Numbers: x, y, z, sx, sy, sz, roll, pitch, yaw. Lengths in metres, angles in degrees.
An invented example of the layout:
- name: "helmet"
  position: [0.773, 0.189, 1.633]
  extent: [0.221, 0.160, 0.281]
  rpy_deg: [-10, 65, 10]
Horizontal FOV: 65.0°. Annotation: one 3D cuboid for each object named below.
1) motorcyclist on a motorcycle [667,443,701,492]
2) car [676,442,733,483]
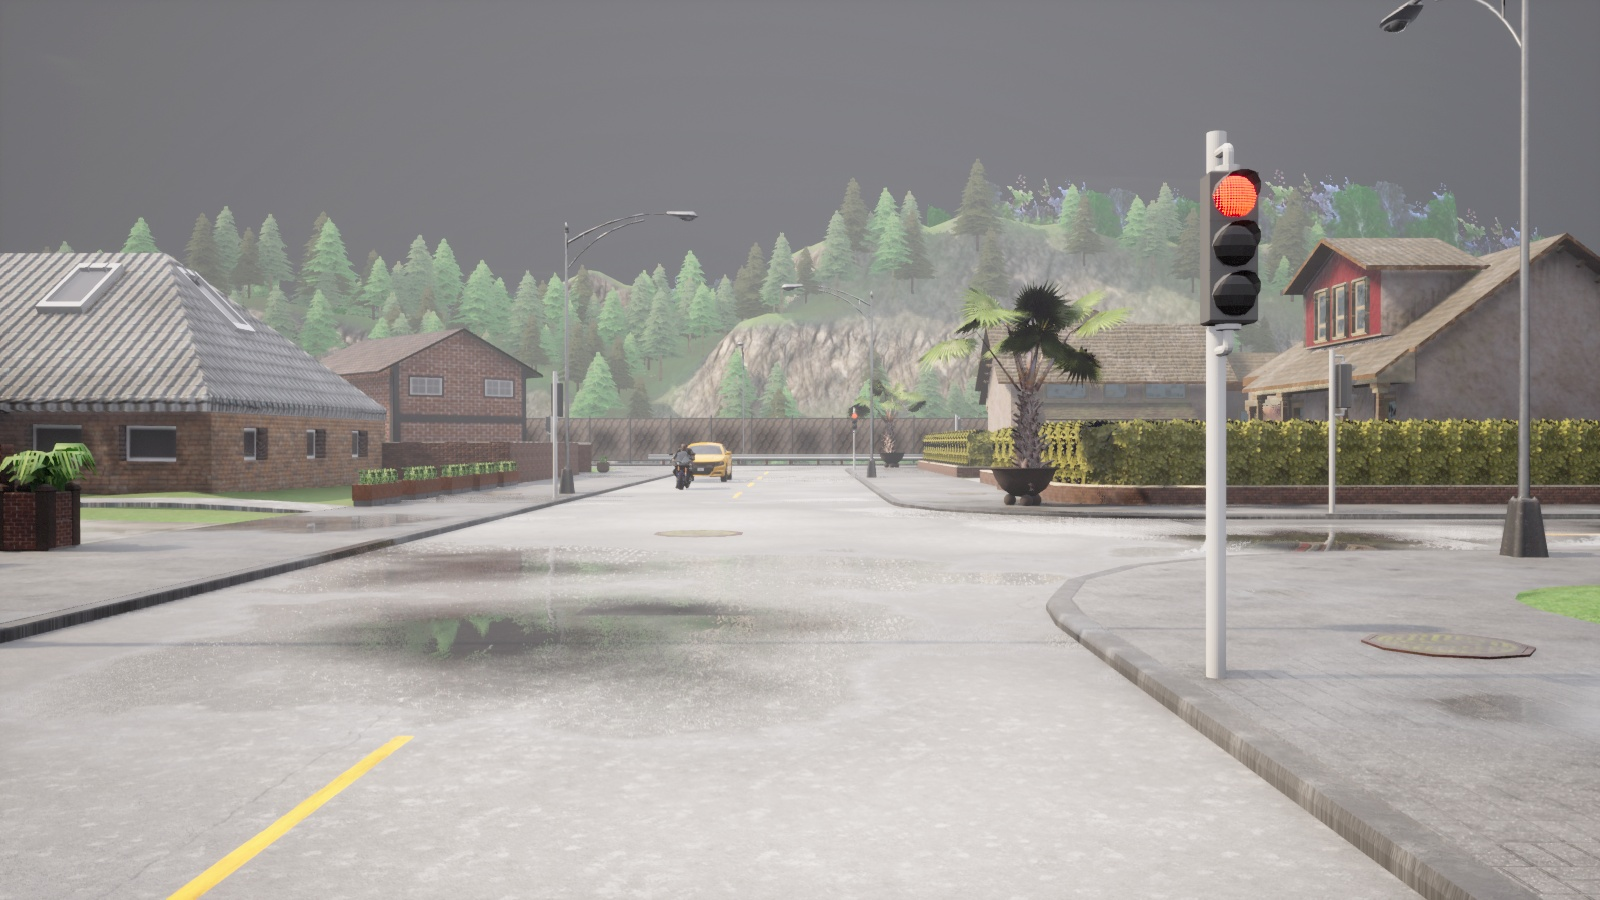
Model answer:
- name: "motorcyclist on a motorcycle"
  position: [-3.750, 0.549, 40.694]
  extent: [0.866, 1.530, 2.191]
  rpy_deg: [0, 0, 1]
- name: "car"
  position: [-3.719, 0.441, 49.599]
  extent: [1.882, 1.535, 5.008]
  rpy_deg: [0, 0, 0]
